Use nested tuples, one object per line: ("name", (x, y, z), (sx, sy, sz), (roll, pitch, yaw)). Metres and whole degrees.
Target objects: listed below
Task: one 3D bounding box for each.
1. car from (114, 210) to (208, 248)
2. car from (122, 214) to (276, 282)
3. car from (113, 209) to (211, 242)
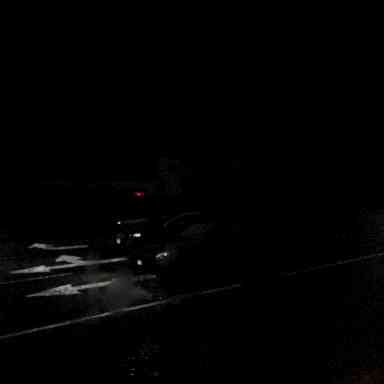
("car", (-0.637, 1.504, 13.365), (4.902, 1.511, 2.128), (0, 0, -36))
("car", (0.549, 1.537, 9.912), (4.674, 1.442, 1.812), (0, 0, -36))
("car", (-1.439, 1.616, 17.092), (4.718, 1.301, 1.895), (0, 0, -36))
